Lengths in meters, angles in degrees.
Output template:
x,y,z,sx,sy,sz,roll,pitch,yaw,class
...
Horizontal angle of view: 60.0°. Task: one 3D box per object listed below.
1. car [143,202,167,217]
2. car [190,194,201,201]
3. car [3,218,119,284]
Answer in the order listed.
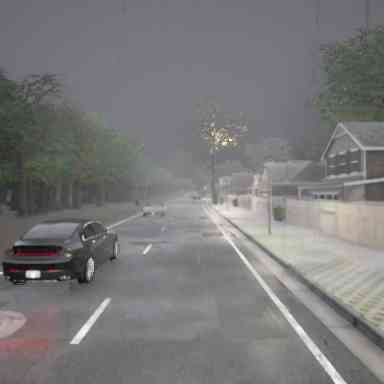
x,y,z,sx,sy,sz,roll,pitch,yaw,class
-3.399,1.607,31.388,1.895,1.301,4.718,0,0,0,car
1.227,1.413,89.831,2.097,1.767,4.553,0,0,0,car
-3.400,1.509,9.536,1.837,1.490,4.892,0,0,0,car
